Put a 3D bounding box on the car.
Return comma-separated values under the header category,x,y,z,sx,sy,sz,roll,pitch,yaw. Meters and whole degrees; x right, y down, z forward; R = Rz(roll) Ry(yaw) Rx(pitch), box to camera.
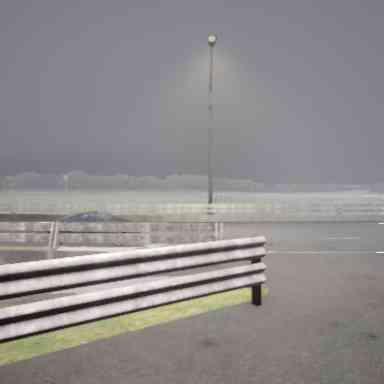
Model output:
category,x,y,z,sx,sy,sz,roll,pitch,yaw
car,-4.120,1.528,14.490,4.181,1.385,1.994,0,0,6
